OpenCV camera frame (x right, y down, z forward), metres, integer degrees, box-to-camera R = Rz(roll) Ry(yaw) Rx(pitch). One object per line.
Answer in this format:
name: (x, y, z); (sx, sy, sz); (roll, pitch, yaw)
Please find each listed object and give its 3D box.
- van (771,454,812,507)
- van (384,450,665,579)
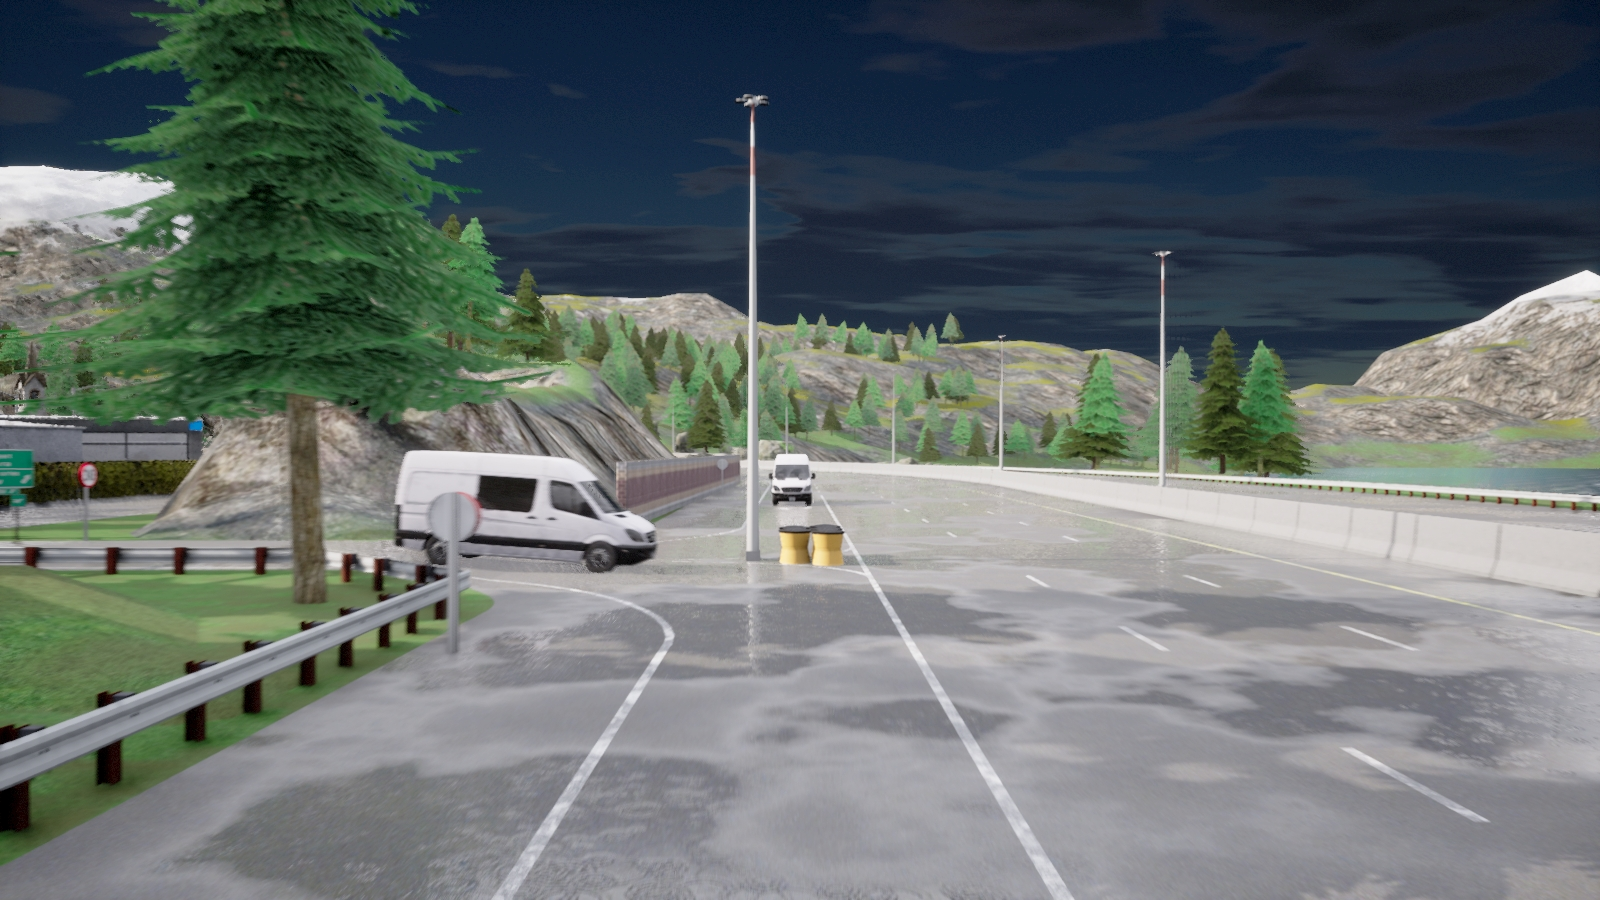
van: (-0.407, 1.499, 58.424); (1.988, 2.561, 5.915); (0, 0, 0)
van: (-6.308, 1.421, 26.520); (5.915, 2.561, 1.988); (3, 0, 5)
